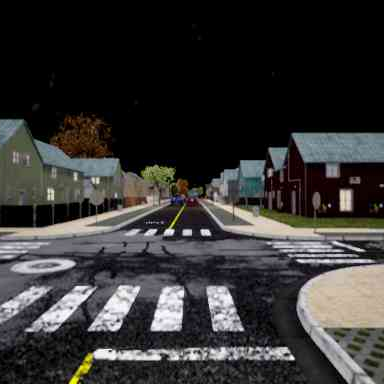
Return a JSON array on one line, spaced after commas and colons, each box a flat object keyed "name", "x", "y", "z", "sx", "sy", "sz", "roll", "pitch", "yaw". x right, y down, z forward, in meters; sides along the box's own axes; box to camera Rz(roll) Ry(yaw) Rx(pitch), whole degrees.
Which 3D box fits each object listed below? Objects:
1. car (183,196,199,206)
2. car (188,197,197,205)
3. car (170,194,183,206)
[{"name": "car", "x": 0.031, "y": 1.505, "z": 56.646, "sx": 2.097, "sy": 1.767, "sz": 4.553, "roll": 0, "pitch": 0, "yaw": 0}, {"name": "car", "x": 0.037, "y": 1.744, "z": 66.679, "sx": 1.812, "sy": 1.442, "sz": 4.674, "roll": 0, "pitch": 0, "yaw": 0}, {"name": "car", "x": -2.716, "y": 1.400, "z": 60.820, "sx": 2.150, "sy": 2.045, "sz": 5.566, "roll": 0, "pitch": 0, "yaw": 0}]
